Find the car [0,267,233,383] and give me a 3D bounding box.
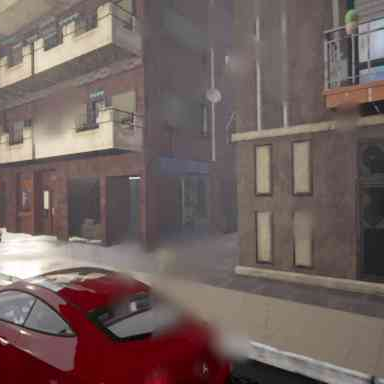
[{"bbox_3d":[-1.545,1.582,3.955,4.206,1.307,1.802,0,-1,36],"label":"car"}]
